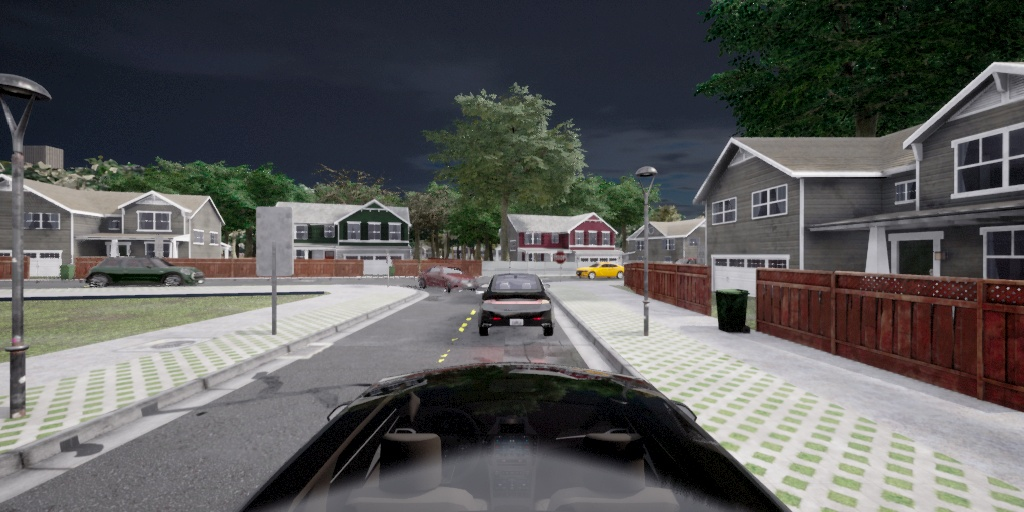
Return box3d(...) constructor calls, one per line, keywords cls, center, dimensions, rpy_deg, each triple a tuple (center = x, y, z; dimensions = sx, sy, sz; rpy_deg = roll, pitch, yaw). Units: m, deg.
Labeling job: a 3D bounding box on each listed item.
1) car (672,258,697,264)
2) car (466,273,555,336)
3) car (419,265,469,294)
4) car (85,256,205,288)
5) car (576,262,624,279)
box3d(cls="car", center=(18.101, 1.186, 37.014), dimensions=(5.566, 2.045, 2.150), rpy_deg=(1, 0, -20))
box3d(cls="car", center=(0.105, 1.240, 10.306), dimensions=(2.128, 1.511, 4.902), rpy_deg=(0, 0, 0))
box3d(cls="car", center=(-3.732, 1.270, 20.730), dimensions=(1.812, 1.442, 4.674), rpy_deg=(2, -1, -41))
box3d(cls="car", center=(-20.141, 0.863, 19.979), dimensions=(4.553, 1.767, 2.097), rpy_deg=(1, 0, -20))
box3d(cls="car", center=(8.349, 1.335, 33.458), dimensions=(5.008, 1.535, 1.882), rpy_deg=(1, 0, -21))
